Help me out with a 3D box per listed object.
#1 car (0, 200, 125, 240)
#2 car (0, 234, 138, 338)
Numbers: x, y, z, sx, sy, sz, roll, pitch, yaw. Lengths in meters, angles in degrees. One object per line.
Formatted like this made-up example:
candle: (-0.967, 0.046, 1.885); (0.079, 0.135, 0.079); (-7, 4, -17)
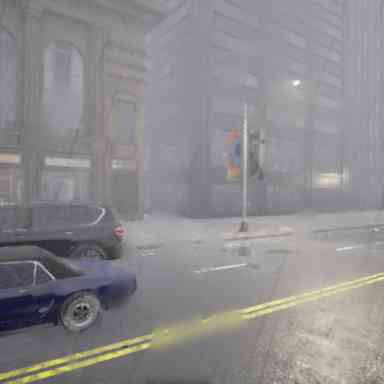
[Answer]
car: (-4.465, 1.238, 8.483); (5.566, 2.045, 2.150); (1, -1, -35)
car: (-3.382, 1.604, 5.266); (4.718, 1.301, 1.895); (1, -1, -35)
